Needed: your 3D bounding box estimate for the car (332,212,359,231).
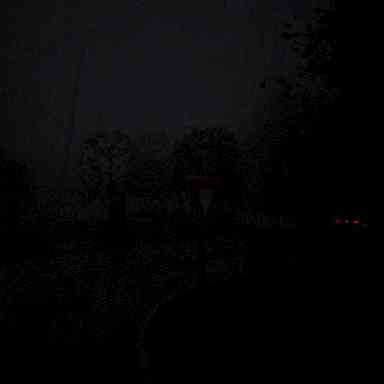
[{"bbox_3d":[12.529,2.330,27.196,2.033,1.411,5.357,0,-2,22],"label":"car"}]
